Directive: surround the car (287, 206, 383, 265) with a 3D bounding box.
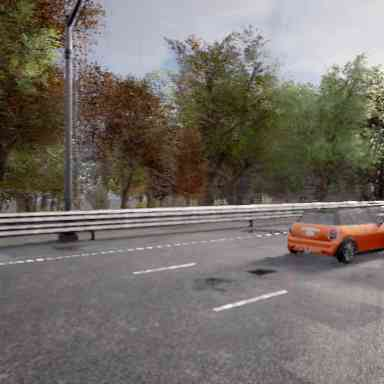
[{"bbox_3d":[5.548,1.352,12.005,4.553,1.767,2.097,0,0,-35],"label":"car"}]
